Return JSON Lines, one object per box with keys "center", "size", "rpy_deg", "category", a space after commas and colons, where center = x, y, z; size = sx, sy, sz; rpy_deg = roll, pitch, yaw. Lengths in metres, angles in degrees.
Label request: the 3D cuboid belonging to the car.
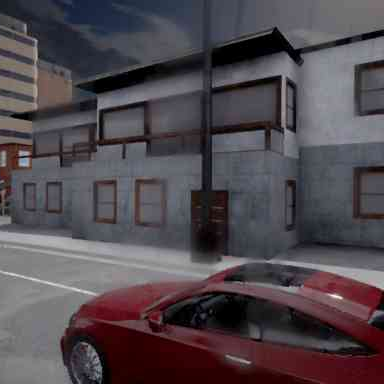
{"center": [0.618, 1.529, 3.548], "size": [4.674, 1.442, 1.812], "rpy_deg": [-1, 0, 33], "category": "car"}
